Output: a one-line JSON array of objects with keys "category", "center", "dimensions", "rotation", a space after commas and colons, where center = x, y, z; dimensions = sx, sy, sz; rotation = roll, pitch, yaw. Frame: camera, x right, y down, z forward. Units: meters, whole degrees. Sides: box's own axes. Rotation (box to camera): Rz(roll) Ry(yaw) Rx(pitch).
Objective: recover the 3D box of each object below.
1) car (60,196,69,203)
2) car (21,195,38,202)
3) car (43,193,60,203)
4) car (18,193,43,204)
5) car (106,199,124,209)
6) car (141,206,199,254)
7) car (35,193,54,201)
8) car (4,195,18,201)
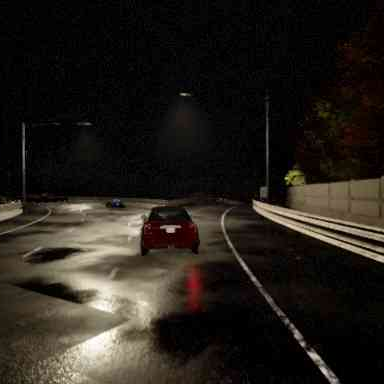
[{"category": "car", "center": [-29.922, 1.669, 76.088], "dimensions": [1.837, 1.490, 4.892], "rotation": [0, 0, -44]}, {"category": "car", "center": [-39.385, 1.535, 80.641], "dimensions": [5.008, 1.535, 1.882], "rotation": [0, 0, 40]}, {"category": "car", "center": [-31.840, 1.408, 73.022], "dimensions": [2.150, 2.045, 5.566], "rotation": [0, 0, -44]}, {"category": "car", "center": [-34.297, 1.411, 70.511], "dimensions": [2.150, 2.045, 5.566], "rotation": [0, 0, -44]}, {"category": "car", "center": [-11.201, 1.638, 48.130], "dimensions": [1.994, 1.385, 4.181], "rotation": [0, 0, -25]}, {"category": "car", "center": [-1.026, 1.361, 13.758], "dimensions": [2.097, 1.767, 4.553], "rotation": [0, 0, -7]}, {"category": "car", "center": [-37.026, 1.270, 83.224], "dimensions": [5.566, 2.045, 2.150], "rotation": [0, 0, 40]}, {"category": "car", "center": [-41.151, 1.549, 77.518], "dimensions": [4.892, 1.490, 1.837], "rotation": [0, 0, 40]}]
